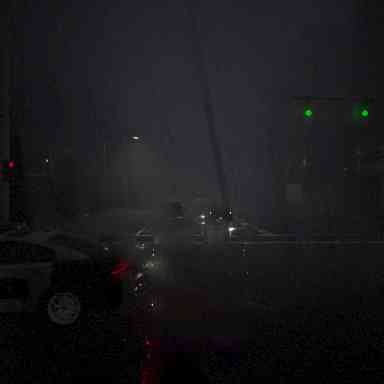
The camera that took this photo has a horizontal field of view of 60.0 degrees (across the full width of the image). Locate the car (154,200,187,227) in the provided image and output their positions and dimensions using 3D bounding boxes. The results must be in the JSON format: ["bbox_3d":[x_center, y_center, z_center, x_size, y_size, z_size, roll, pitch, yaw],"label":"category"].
[{"bbox_3d":[-1.404,1.504,22.731,1.837,1.490,4.892,0,0,-1],"label":"car"}]

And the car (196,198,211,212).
[{"bbox_3d":[1.763,1.600,35.355,1.895,1.301,4.718,0,0,-1],"label":"car"}]

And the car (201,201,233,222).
[{"bbox_3d":[2.012,1.600,26.189,1.895,1.301,4.718,0,0,-1],"label":"car"}]

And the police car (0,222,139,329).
[{"bbox_3d":[-3.661,1.425,6.281,5.238,1.638,1.930,0,0,-2],"label":"police car"}]

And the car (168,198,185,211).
[{"bbox_3d":[-1.949,1.546,42.876,2.033,1.411,5.357,0,0,-2],"label":"car"}]

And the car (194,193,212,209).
[{"bbox_3d":[1.468,1.220,46.114,2.150,2.045,5.566,0,0,-2],"label":"car"}]
